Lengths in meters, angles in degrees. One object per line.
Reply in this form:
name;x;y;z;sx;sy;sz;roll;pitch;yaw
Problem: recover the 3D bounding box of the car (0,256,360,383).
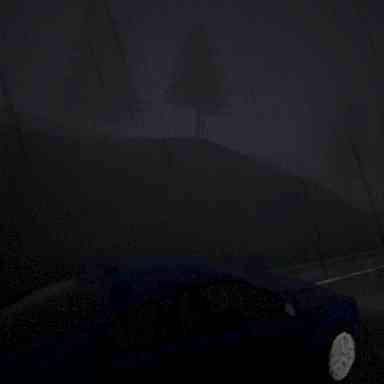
car;-0.106;1.484;3.669;5.008;1.535;1.882;0;0;-35
